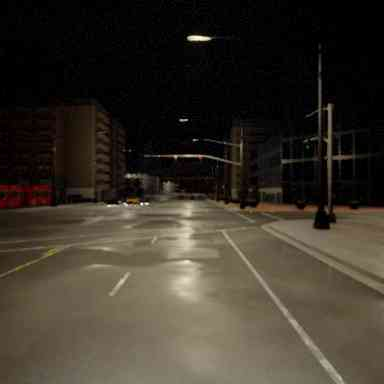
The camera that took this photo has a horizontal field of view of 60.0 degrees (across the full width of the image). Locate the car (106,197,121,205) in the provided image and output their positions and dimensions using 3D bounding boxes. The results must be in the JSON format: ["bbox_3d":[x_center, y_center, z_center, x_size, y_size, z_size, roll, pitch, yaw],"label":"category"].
[{"bbox_3d":[-14.049,1.662,59.905,1.994,1.385,4.181,0,0,1],"label":"car"}]

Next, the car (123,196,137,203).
[{"bbox_3d":[-14.007,1.678,75.205,2.128,1.511,4.902,0,-1,0],"label":"car"}]

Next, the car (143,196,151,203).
[{"bbox_3d":[-10.507,1.669,75.214,2.128,1.511,4.902,0,-1,0],"label":"car"}]

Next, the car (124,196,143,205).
[{"bbox_3d":[-10.548,1.567,59.911,1.882,1.535,5.008,0,0,0],"label":"car"}]
